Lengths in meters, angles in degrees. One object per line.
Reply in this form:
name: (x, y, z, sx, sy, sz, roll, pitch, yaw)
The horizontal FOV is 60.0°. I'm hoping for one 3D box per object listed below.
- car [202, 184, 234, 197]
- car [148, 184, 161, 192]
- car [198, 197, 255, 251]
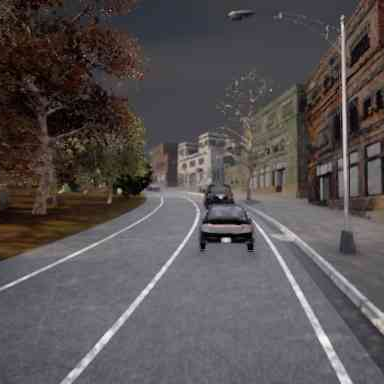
car: (2.086, 0.379, 26.946, 2.150, 2.045, 5.566, 0, 2, 0)
car: (-7.181, -0.740, 63.345, 1.812, 1.442, 4.674, 2, 2, -17)
car: (1.320, 1.177, 12.670, 2.128, 1.511, 4.902, 0, 2, 6)
